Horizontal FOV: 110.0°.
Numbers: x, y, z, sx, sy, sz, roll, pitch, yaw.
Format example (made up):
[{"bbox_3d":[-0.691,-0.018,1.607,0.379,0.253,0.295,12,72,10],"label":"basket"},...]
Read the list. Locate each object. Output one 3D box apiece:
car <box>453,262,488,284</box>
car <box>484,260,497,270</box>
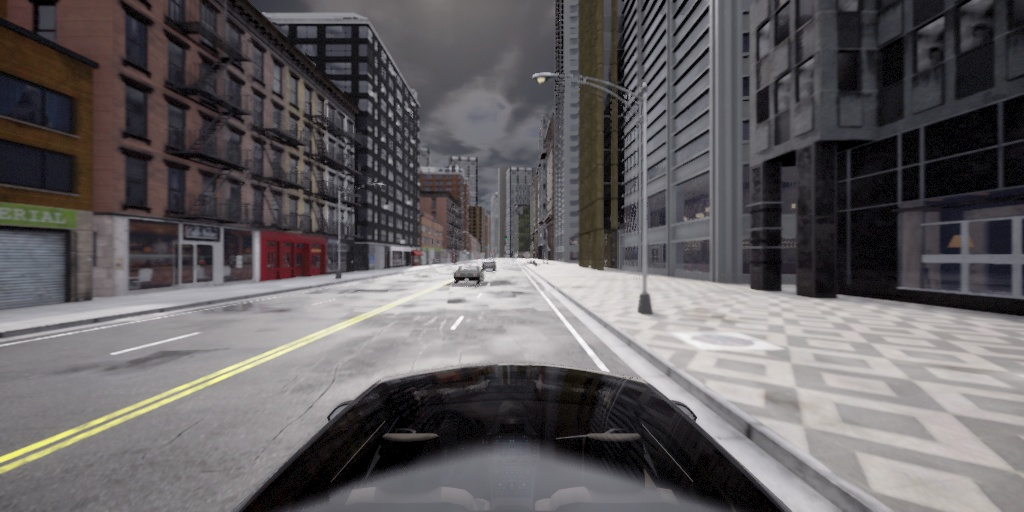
[{"bbox_3d":[-3.162,1.346,27.203,1.895,1.301,4.718,0,0,0],"label":"car"},{"bbox_3d":[-3.174,1.232,50.433,2.128,1.511,4.902,0,0,0],"label":"car"}]
